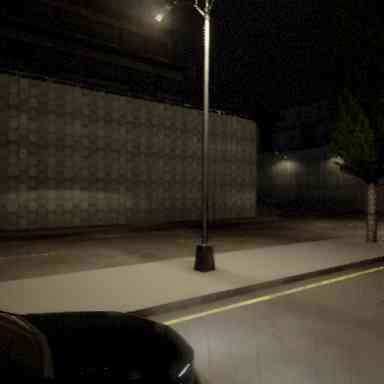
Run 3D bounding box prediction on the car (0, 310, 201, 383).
[{"bbox_3d":[-2.074,1.522,2.267,4.674,1.442,1.812,1,0,-35],"label":"car"}]
